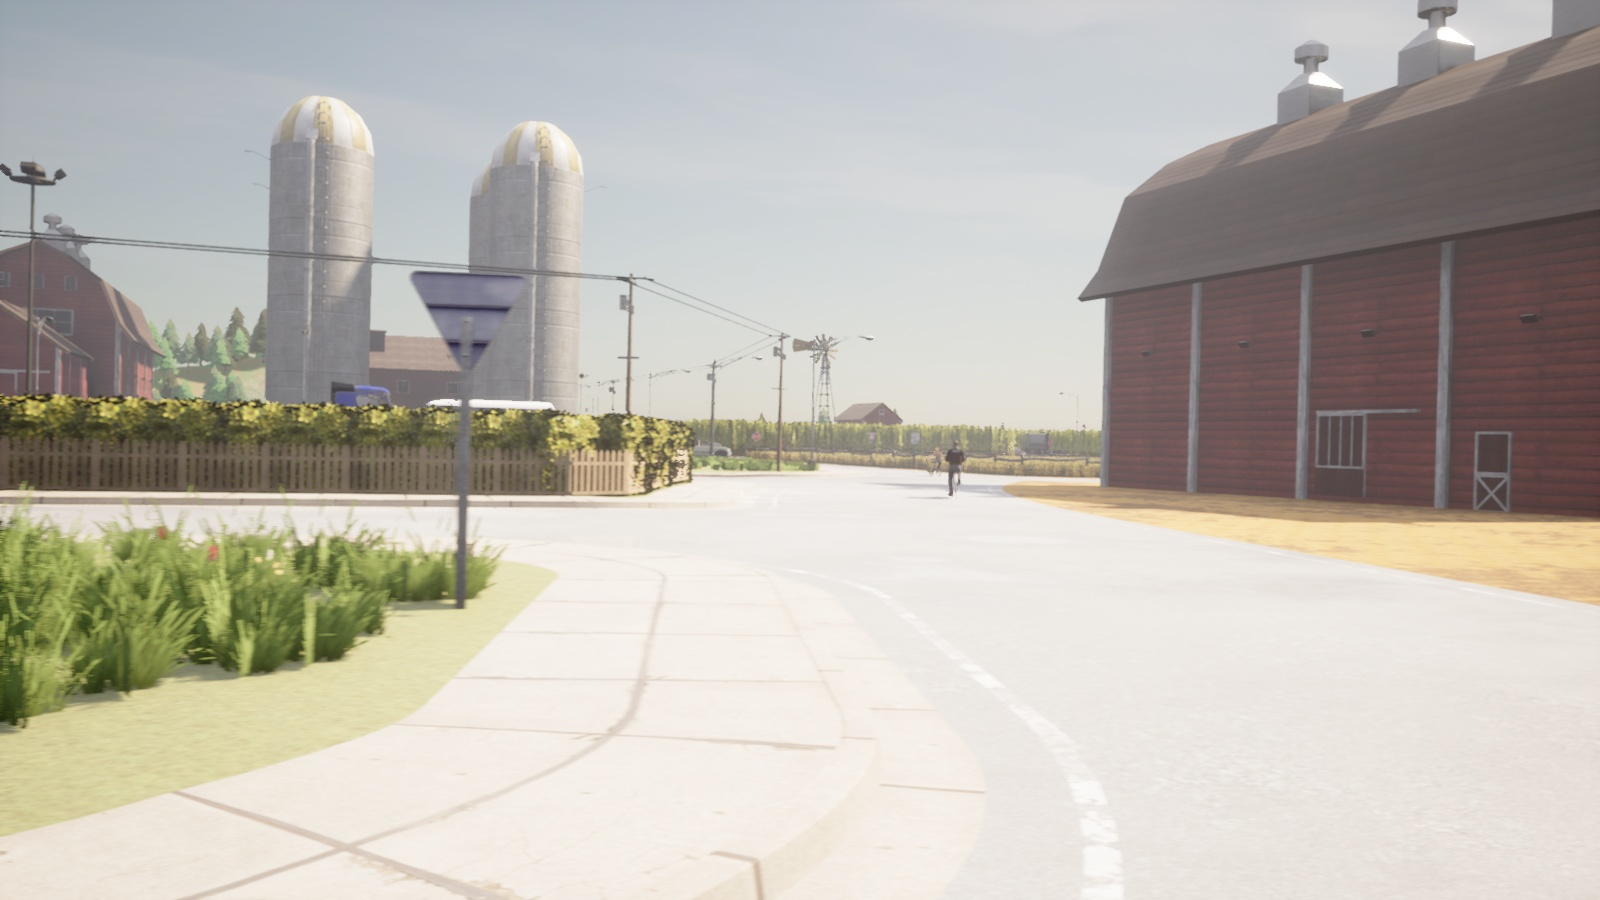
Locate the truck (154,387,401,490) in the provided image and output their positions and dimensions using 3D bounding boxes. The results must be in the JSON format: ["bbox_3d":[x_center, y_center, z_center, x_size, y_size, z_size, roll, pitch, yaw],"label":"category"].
[{"bbox_3d":[-18.569,-0.380,45.032,7.936,3.462,2.891,0,0,-21],"label":"truck"}]

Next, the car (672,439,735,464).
[{"bbox_3d":[-7.399,0.139,95.841,4.605,1.855,1.932,0,-1,-9],"label":"car"}]

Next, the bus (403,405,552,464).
[{"bbox_3d":[-24.007,-1.105,93.520,10.273,4.253,3.944,0,0,-22],"label":"bus"}]
